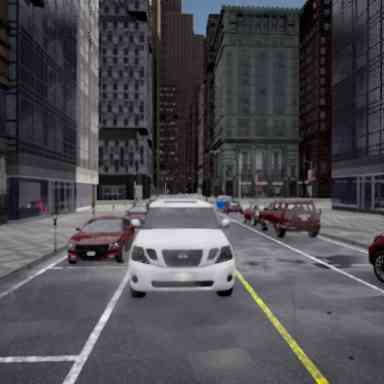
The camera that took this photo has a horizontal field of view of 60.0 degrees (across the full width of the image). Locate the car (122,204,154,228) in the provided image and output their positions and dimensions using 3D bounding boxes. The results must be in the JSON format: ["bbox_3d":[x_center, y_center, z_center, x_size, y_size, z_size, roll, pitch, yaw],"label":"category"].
[{"bbox_3d":[-3.662,1.594,23.191,1.802,1.307,4.206,0,0,-3],"label":"car"}]

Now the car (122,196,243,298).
[{"bbox_3d":[-0.319,1.232,8.964,2.150,2.045,5.566,0,0,-3],"label":"car"}]

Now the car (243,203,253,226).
[{"bbox_3d":[4.850,1.476,23.650,1.967,1.590,4.097,0,0,-3],"label":"car"}]

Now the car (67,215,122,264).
[{"bbox_3d":[-3.056,1.550,11.909,1.887,1.381,4.507,0,0,-3],"label":"car"}]

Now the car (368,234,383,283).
[{"bbox_3d":[5.759,1.339,6.729,2.192,1.841,5.009,0,0,-3],"label":"car"}]

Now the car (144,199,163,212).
[{"bbox_3d":[-4.572,1.577,40.114,1.947,1.339,4.313,0,0,-3],"label":"car"}]

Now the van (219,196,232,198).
[{"bbox_3d":[3.941,1.376,40.573,1.690,1.788,3.998,0,0,-3],"label":"van"}]

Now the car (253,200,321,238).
[{"bbox_3d":[5.153,1.349,18.010,2.192,1.841,5.009,0,0,-3],"label":"car"}]
